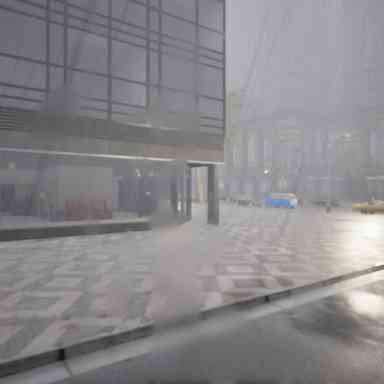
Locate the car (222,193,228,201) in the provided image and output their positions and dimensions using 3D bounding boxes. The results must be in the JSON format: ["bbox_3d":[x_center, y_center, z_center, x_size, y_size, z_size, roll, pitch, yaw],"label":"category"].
[{"bbox_3d":[7.846,1.094,58.173,2.008,1.369,4.403,1,0,-35],"label":"car"}]

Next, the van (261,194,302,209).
[{"bbox_3d":[10.588,1.107,39.476,1.690,1.788,3.998,1,0,-35],"label":"van"}]

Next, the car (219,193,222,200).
[{"bbox_3d":[4.614,0.902,62.765,1.967,1.590,4.097,1,0,-35],"label":"car"}]

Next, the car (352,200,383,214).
[{"bbox_3d":[17.155,1.414,30.147,1.752,1.417,4.829,1,0,-35],"label":"car"}]

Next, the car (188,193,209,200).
[{"bbox_3d":[1.377,0.931,67.356,2.008,1.369,4.403,1,0,-35],"label":"car"}]

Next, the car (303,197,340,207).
[{"bbox_3d":[17.551,1.336,44.393,1.947,1.339,4.313,1,0,-35],"label":"car"}]

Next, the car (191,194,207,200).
[{"bbox_3d":[0.978,1.067,53.119,1.752,1.417,4.829,1,0,-35],"label":"car"}]

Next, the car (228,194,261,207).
[{"bbox_3d":[7.351,1.246,44.069,2.008,1.369,4.403,1,0,-35],"label":"car"}]
